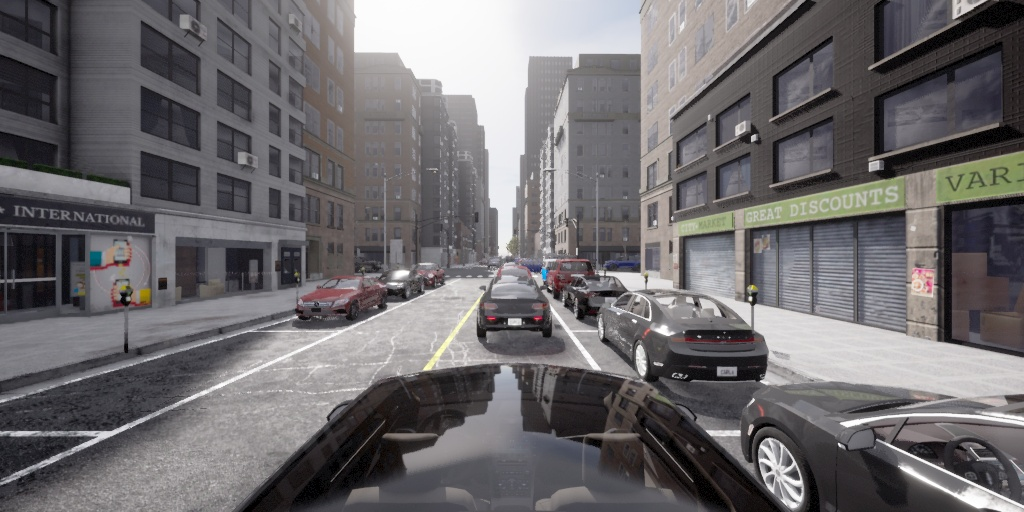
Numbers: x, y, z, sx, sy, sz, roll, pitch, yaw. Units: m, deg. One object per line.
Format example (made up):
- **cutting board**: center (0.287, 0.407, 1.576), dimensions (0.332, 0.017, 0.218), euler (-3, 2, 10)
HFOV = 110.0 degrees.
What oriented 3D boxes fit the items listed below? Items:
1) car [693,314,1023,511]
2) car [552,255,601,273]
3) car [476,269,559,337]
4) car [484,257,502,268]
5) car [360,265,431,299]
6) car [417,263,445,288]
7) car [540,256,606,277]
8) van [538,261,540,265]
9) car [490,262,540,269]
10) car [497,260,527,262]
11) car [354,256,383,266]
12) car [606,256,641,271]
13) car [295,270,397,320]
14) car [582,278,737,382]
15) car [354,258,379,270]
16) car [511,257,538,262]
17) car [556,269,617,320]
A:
- **car**: center (2.859, 1.300, 1.425), dimensions (2.007, 1.370, 4.403), euler (0, 0, 0)
- **car**: center (7.801, 0.960, 43.584), dimensions (5.566, 2.045, 2.150), euler (0, 0, 0)
- **car**: center (0.040, 1.276, 10.166), dimensions (1.812, 1.442, 4.674), euler (0, 0, -1)
- **car**: center (-3.221, 1.317, 62.041), dimensions (2.033, 1.411, 5.357), euler (0, 0, -1)
- **car**: center (-5.663, 1.315, 17.991), dimensions (1.948, 1.339, 4.313), euler (0, 0, 0)
- **car**: center (-5.661, 1.189, 23.516), dimensions (1.967, 1.591, 4.097), euler (0, 0, 0)
- **car**: center (2.863, 1.065, 17.996), dimensions (2.192, 1.841, 5.009), euler (0, 0, 0)
- **van**: center (2.865, 1.091, 23.519), dimensions (1.690, 1.789, 3.998), euler (0, 0, 0)
- **car**: center (0.103, 1.228, 17.531), dimensions (1.882, 1.535, 5.008), euler (0, 0, 0)
- **car**: center (0.071, 1.255, 27.703), dimensions (1.837, 1.490, 4.892), euler (0, 0, 2)
- **car**: center (-18.608, 0.989, 43.444), dimensions (5.566, 2.045, 2.150), euler (0, 0, 0)
- **car**: center (14.843, 0.960, 47.050), dimensions (5.566, 2.045, 2.150), euler (0, 0, 2)
- **car**: center (-5.664, 1.332, 12.466), dimensions (1.802, 1.307, 4.207), euler (0, 0, 0)
- **car**: center (2.860, 1.300, 6.948), dimensions (2.007, 1.370, 4.403), euler (0, 0, 0)
- **car**: center (-17.967, 1.263, 40.197), dimensions (4.892, 1.490, 1.837), euler (1, 0, 0)
- **car**: center (2.611, 1.216, 40.308), dimensions (5.008, 1.535, 1.882), euler (0, 0, 0)
- **car**: center (2.862, 1.316, 12.472), dimensions (1.948, 1.339, 4.313), euler (0, 0, 0)
